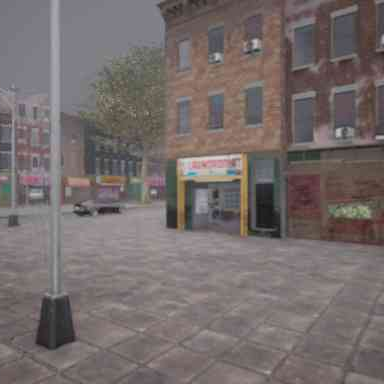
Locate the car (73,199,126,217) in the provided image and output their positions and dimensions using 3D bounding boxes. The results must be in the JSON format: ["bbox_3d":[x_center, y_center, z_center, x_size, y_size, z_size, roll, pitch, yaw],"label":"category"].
[{"bbox_3d":[-7.113,1.164,25.771,1.947,1.339,4.313,1,1,35],"label":"car"}]
